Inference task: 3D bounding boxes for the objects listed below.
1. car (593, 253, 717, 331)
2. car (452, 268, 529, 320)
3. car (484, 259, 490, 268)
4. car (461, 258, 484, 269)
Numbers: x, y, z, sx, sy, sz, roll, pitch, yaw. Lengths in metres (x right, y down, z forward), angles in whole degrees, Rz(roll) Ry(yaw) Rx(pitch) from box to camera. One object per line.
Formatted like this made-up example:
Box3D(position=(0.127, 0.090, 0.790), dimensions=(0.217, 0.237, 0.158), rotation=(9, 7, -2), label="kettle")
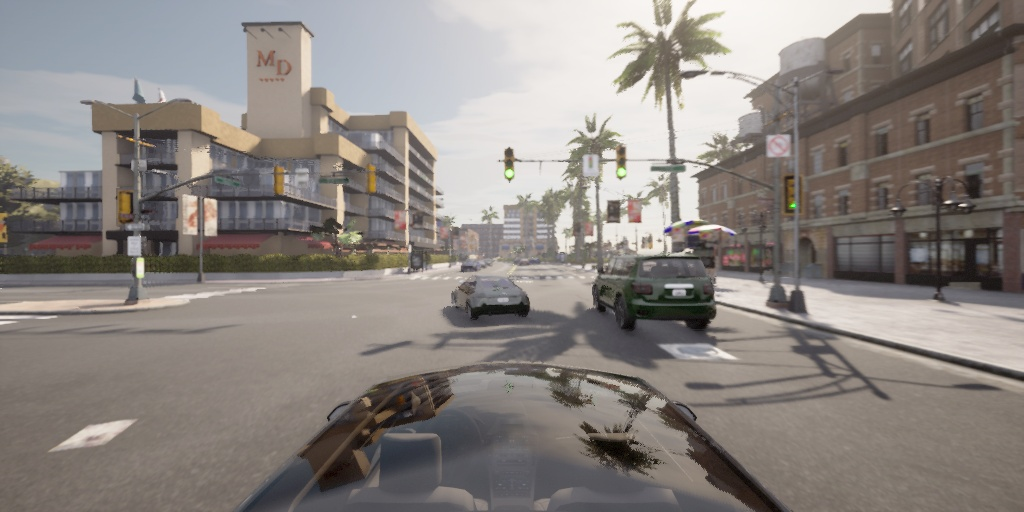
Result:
Box3D(position=(3.999, 0.944, 11.048), dimensions=(2.150, 2.045, 5.566), rotation=(0, 0, 2), label="car")
Box3D(position=(-0.894, 1.318, 12.892), dimensions=(1.994, 1.385, 4.181), rotation=(0, 0, -18), label="car")
Box3D(position=(-4.982, 1.298, 56.500), dimensions=(1.812, 1.442, 4.674), rotation=(0, 0, 2), label="car")
Box3D(position=(-5.335, 1.128, 46.622), dimensions=(2.097, 1.767, 4.553), rotation=(0, 0, 2), label="car")
